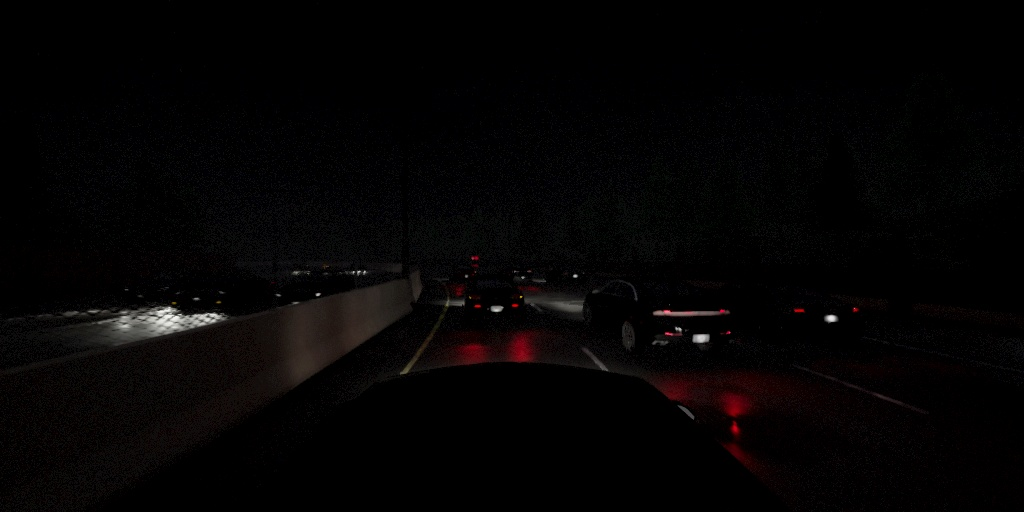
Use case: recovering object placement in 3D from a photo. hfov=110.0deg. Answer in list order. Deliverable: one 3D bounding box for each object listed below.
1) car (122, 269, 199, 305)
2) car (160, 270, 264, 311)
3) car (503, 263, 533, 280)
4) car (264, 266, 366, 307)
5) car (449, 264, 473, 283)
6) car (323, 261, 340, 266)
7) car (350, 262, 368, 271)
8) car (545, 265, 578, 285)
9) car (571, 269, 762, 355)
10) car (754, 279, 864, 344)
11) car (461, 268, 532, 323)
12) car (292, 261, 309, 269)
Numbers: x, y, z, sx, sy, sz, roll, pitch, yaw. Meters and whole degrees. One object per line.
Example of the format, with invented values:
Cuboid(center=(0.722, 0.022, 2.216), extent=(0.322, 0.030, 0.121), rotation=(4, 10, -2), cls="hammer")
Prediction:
Cuboid(center=(-15.673, 1.373, 16.994), extent=(1.812, 1.442, 4.674), rotation=(0, 0, -11), cls="car")
Cuboid(center=(-11.807, 1.391, 15.005), extent=(1.994, 1.385, 4.181), rotation=(0, 0, -9), cls="car")
Cuboid(center=(0.197, 1.291, 27.018), extent=(2.128, 1.511, 4.902), rotation=(0, 0, -13), cls="car")
Cuboid(center=(-8.345, 1.362, 15.860), extent=(2.033, 1.411, 5.357), rotation=(0, 0, -9), cls="car")
Cuboid(center=(-4.081, 1.348, 29.340), extent=(1.812, 1.442, 4.674), rotation=(0, 0, -16), cls="car")
Cuboid(center=(-26.509, 1.442, 52.571), extent=(1.882, 1.535, 5.008), rotation=(0, 0, -34), cls="car")
Cuboid(center=(-22.959, 1.515, 53.566), extent=(1.994, 1.385, 4.181), rotation=(0, 0, -33), cls="car")
Cuboid(center=(3.892, 1.347, 26.554), extent=(1.994, 1.385, 4.181), rotation=(0, 0, -13), cls="car")
Cuboid(center=(3.153, 1.242, 8.729), extent=(2.128, 1.511, 4.902), rotation=(0, 0, -4), cls="car")
Cuboid(center=(6.590, 1.301, 9.577), extent=(1.994, 1.385, 4.181), rotation=(0, 0, -4), cls="car")
Cuboid(center=(-0.669, 1.299, 12.190), extent=(1.812, 1.442, 4.674), rotation=(0, 0, -6), cls="car")
Cuboid(center=(-32.311, 1.472, 54.742), extent=(1.882, 1.535, 5.008), rotation=(0, 0, -36), cls="car")
